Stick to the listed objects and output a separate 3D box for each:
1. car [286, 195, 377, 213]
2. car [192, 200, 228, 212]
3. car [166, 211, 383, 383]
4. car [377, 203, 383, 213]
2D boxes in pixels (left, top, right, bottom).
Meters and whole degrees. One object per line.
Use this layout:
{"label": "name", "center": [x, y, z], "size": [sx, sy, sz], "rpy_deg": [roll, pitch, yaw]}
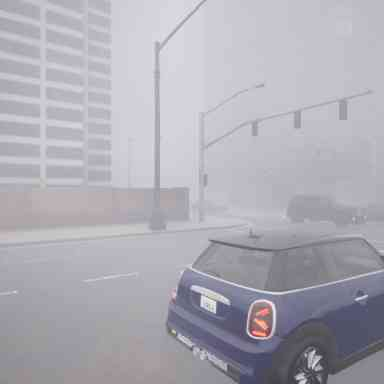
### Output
{"label": "car", "center": [9.141, 1.224, 22.877], "size": [2.150, 2.045, 5.566], "rpy_deg": [0, 0, -36]}
{"label": "car", "center": [2.045, 1.601, 38.756], "size": [1.895, 1.301, 4.718], "rpy_deg": [0, 0, -36]}
{"label": "car", "center": [1.937, 1.352, 5.170], "size": [4.553, 1.767, 2.097], "rpy_deg": [0, 0, -35]}
{"label": "car", "center": [13.591, 1.491, 22.679], "size": [2.128, 1.511, 4.902], "rpy_deg": [0, 0, -36]}
